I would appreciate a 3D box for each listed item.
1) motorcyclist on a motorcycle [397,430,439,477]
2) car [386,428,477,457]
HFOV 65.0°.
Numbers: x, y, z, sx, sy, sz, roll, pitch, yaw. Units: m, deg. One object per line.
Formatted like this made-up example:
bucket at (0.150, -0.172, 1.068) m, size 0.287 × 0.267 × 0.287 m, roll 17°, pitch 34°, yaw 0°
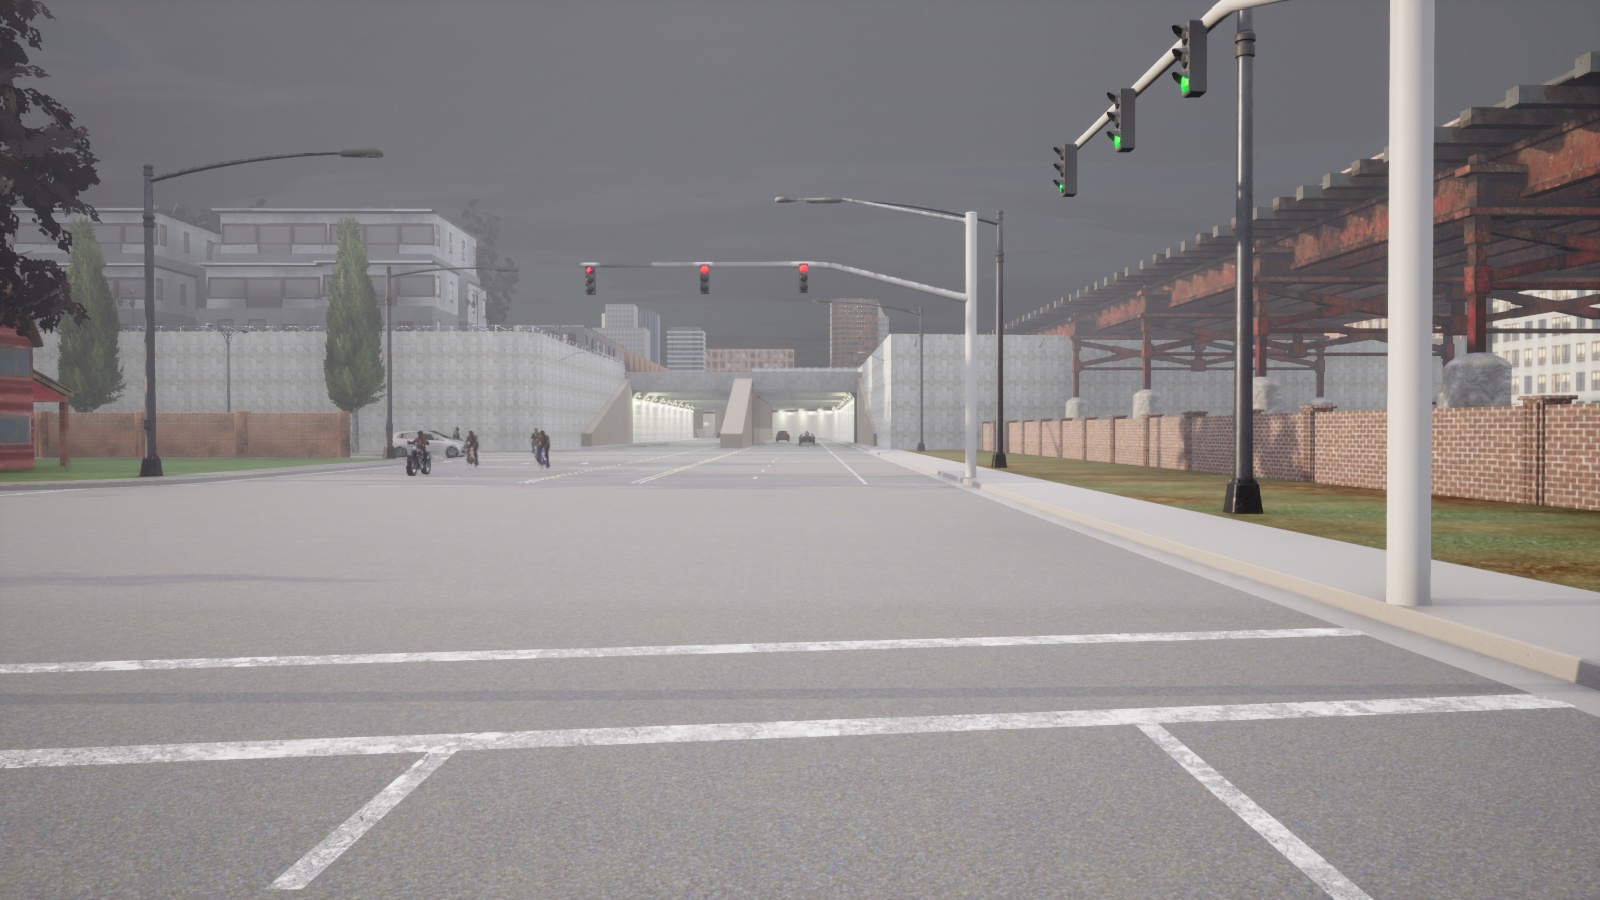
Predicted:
motorcyclist on a motorcycle at (-13.734, 0.094, 45.241) m, size 0.766 × 1.649 × 2.350 m, roll 0°, pitch 1°, yaw 0°
car at (-21.473, -0.453, 73.330) m, size 4.611 × 1.667 × 2.242 m, roll 0°, pitch 1°, yaw 0°
